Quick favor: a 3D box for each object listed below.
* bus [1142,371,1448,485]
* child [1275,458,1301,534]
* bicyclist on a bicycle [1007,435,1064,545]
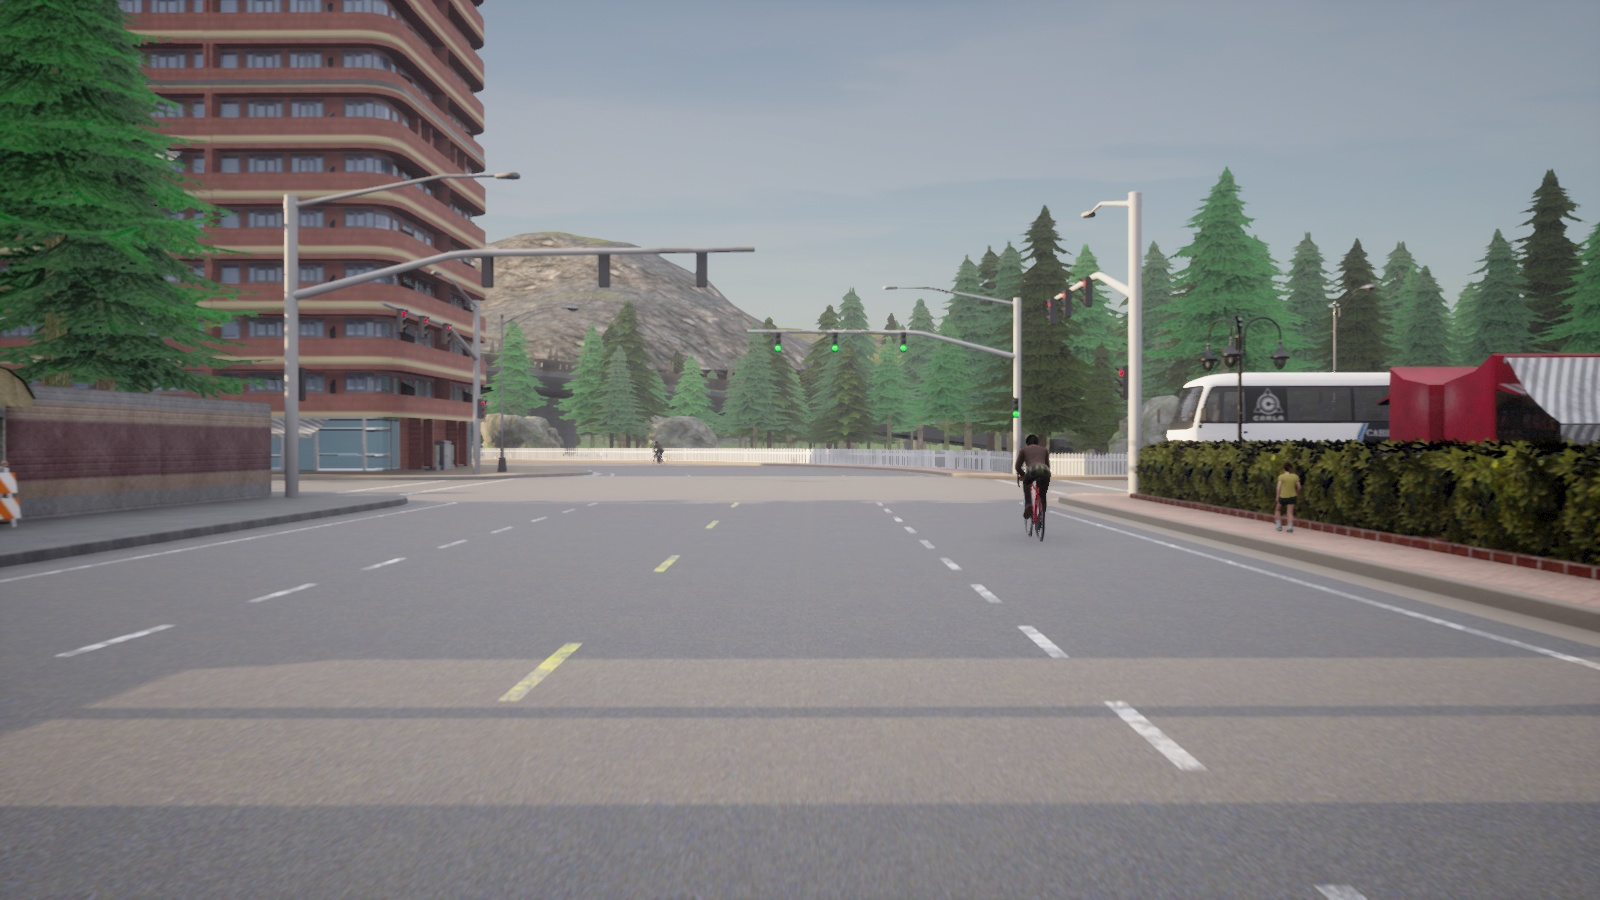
[{"bbox_3d":[18.901,-0.833,48.579,10.273,4.253,3.944,0,0,1],"label":"bus"},{"bbox_3d":[7.245,0.681,18.653,0.255,1.110,0.394,0,0,3],"label":"child"},{"bbox_3d":[3.626,0.593,19.447,0.582,1.620,1.656,0,0,0],"label":"bicyclist on a bicycle"}]
